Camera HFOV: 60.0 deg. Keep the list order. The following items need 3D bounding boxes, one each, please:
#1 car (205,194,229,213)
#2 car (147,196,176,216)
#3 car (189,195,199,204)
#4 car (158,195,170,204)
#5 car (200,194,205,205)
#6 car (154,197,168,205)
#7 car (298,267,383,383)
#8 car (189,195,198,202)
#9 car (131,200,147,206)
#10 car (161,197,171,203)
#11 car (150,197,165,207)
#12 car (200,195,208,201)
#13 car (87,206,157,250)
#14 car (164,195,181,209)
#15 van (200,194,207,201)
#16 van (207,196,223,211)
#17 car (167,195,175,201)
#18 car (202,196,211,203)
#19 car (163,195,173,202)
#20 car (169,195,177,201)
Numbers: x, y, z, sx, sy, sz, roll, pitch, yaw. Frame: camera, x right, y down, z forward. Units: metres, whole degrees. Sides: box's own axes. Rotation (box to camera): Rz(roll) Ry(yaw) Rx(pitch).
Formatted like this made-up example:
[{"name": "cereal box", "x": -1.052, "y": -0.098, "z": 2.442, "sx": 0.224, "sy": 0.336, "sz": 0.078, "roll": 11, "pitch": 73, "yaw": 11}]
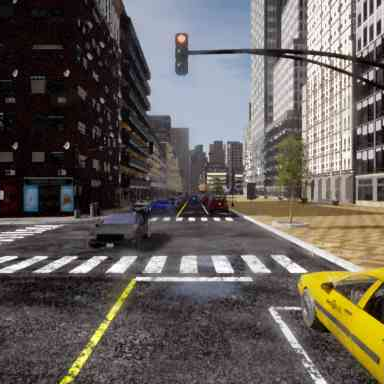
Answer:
[{"name": "car", "x": 2.849, "y": 1.327, "z": 36.383, "sx": 2.192, "sy": 1.841, "sz": 5.009, "roll": 0, "pitch": 0, "yaw": 0}, {"name": "car", "x": -2.946, "y": 1.488, "z": 33.275, "sx": 1.882, "sy": 1.535, "sz": 5.008, "roll": 0, "pitch": 0, "yaw": 0}, {"name": "car", "x": 0.402, "y": 1.405, "z": 66.692, "sx": 2.097, "sy": 1.767, "sz": 4.553, "roll": 0, "pitch": 0, "yaw": 0}, {"name": "car", "x": -5.405, "y": 1.488, "z": 64.053, "sx": 1.967, "sy": 1.590, "sz": 4.097, "roll": 0, "pitch": 0, "yaw": 0}, {"name": "car", "x": 2.949, "y": 1.354, "z": 58.488, "sx": 2.192, "sy": 1.841, "sz": 5.009, "roll": 0, "pitch": 0, "yaw": 0}, {"name": "car", "x": -5.430, "y": 1.584, "z": 58.526, "sx": 1.887, "sy": 1.381, "sz": 4.507, "roll": 0, "pitch": 0, "yaw": 0}, {"name": "car", "x": 2.705, "y": 1.525, "z": 4.140, "sx": 1.752, "sy": 1.417, "sz": 4.829, "roll": 0, "pitch": 0, "yaw": 0}, {"name": "car", "x": 0.350, "y": 1.570, "z": 76.587, "sx": 1.837, "sy": 1.490, "sz": 4.892, "roll": 0, "pitch": 0, "yaw": 0}, {"name": "car", "x": -5.529, "y": 1.563, "z": 36.420, "sx": 2.008, "sy": 1.369, "sz": 4.403, "roll": 0, "pitch": 0, "yaw": 0}, {"name": "car", "x": -5.380, "y": 1.639, "z": 69.580, "sx": 1.802, "sy": 1.307, "sz": 4.206, "roll": 0, "pitch": 0, "yaw": 0}, {"name": "car", "x": -5.455, "y": 1.581, "z": 53.000, "sx": 2.008, "sy": 1.369, "sz": 4.403, "roll": 0, "pitch": 0, "yaw": 0}, {"name": "car", "x": 3.076, "y": 1.614, "z": 86.292, "sx": 1.752, "sy": 1.417, "sz": 4.829, "roll": 0, "pitch": 0, "yaw": 0}, {"name": "car", "x": -3.046, "y": 1.599, "z": 15.045, "sx": 2.033, "sy": 1.411, "sz": 5.357, "roll": 0, "pitch": 0, "yaw": 0}, {"name": "car", "x": -2.882, "y": 1.528, "z": 46.126, "sx": 1.837, "sy": 1.490, "sz": 4.892, "roll": 0, "pitch": 0, "yaw": 0}, {"name": "van", "x": 3.099, "y": 1.441, "z": 91.648, "sx": 1.690, "sy": 1.788, "sz": 3.998, "roll": 0, "pitch": 0, "yaw": 0}, {"name": "van", "x": 2.874, "y": 1.358, "z": 41.909, "sx": 1.690, "sy": 1.788, "sz": 3.998, "roll": 0, "pitch": 0, "yaw": 0}, {"name": "car", "x": -5.305, "y": 1.613, "z": 85.990, "sx": 1.752, "sy": 1.417, "sz": 4.829, "roll": 0, "pitch": 0, "yaw": 0}, {"name": "car", "x": 3.000, "y": 1.602, "z": 69.542, "sx": 1.887, "sy": 1.381, "sz": 4.507, "roll": 0, "pitch": 0, "yaw": 0}, {"name": "car", "x": -5.355, "y": 1.507, "z": 75.107, "sx": 1.967, "sy": 1.590, "sz": 4.097, "roll": 0, "pitch": 0, "yaw": 0}, {"name": "car", "x": -5.279, "y": 1.644, "z": 91.685, "sx": 1.887, "sy": 1.381, "sz": 4.507, "roll": 0, "pitch": 0, "yaw": 0}]
